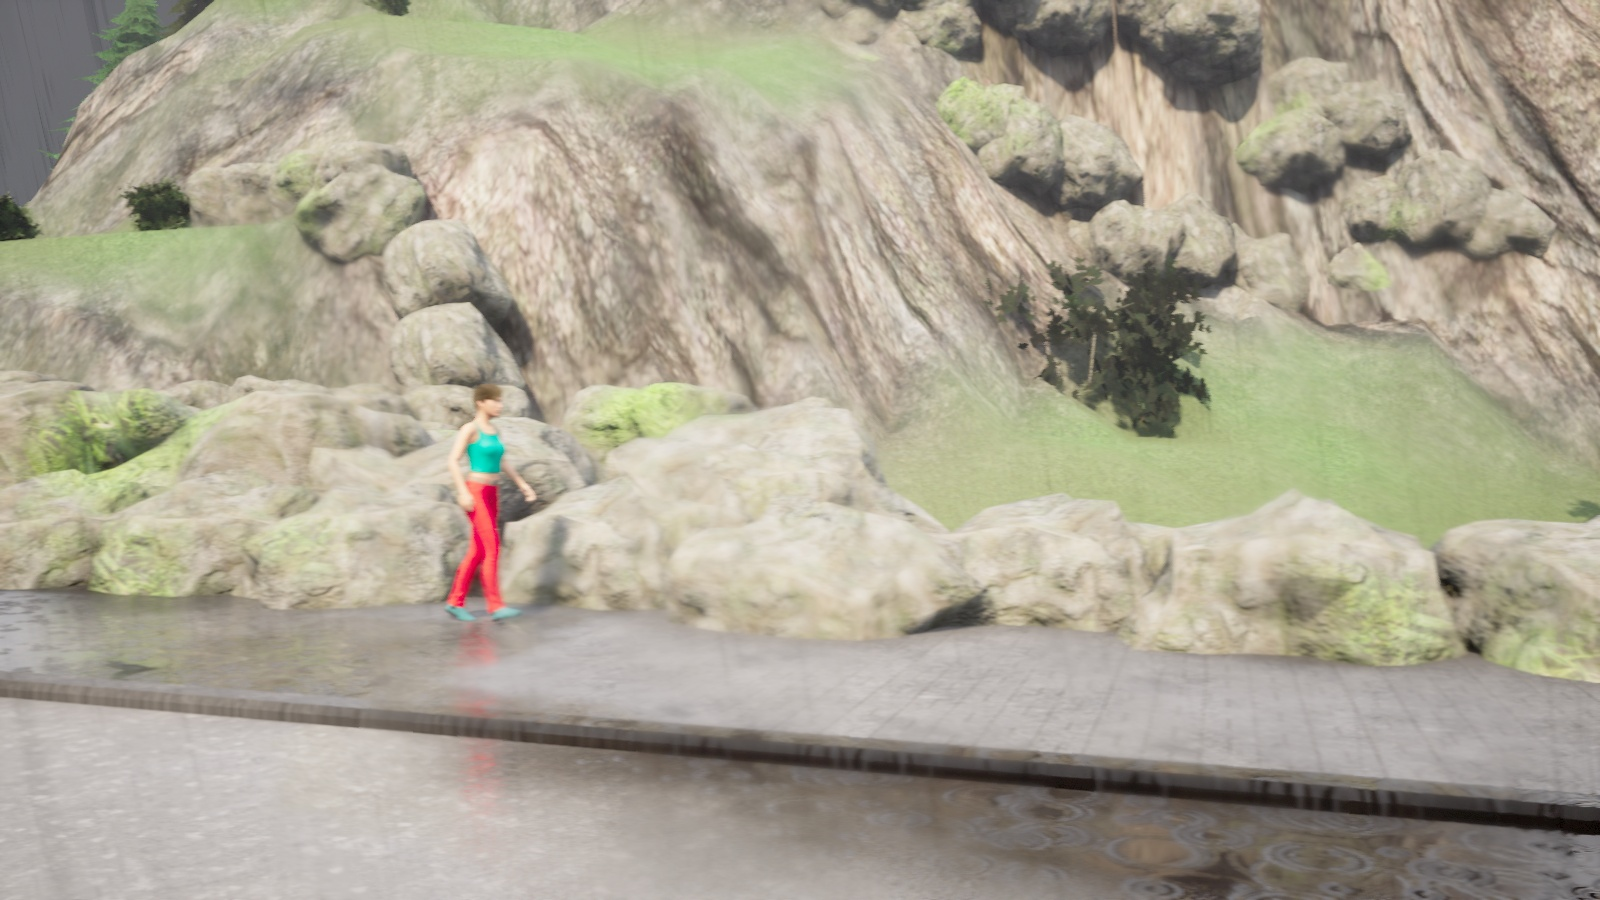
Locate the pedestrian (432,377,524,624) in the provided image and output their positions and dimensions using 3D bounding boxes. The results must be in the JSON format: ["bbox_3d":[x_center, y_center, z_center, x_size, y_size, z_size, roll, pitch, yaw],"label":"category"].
[{"bbox_3d":[-2.467,0.373,9.624,0.594,1.836,0.345,1,1,19],"label":"pedestrian"}]
